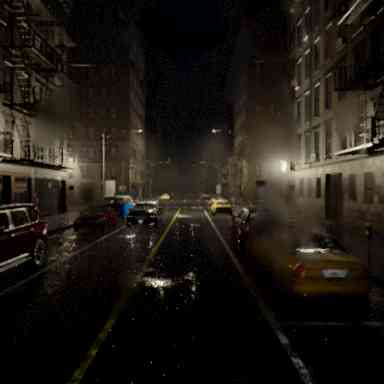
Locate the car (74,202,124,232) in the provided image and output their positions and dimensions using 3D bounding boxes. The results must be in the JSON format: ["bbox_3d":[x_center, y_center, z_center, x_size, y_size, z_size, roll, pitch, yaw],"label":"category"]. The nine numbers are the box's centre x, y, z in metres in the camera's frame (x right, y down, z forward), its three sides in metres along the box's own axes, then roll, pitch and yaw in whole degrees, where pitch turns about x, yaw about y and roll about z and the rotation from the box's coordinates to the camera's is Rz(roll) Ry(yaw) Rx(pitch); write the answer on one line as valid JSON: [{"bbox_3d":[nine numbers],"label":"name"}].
[{"bbox_3d":[-5.401,1.456,19.153,1.802,1.307,4.206,0,0,0],"label":"car"}]

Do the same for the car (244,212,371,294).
[{"bbox_3d":[2.661,1.469,8.516,1.752,1.417,4.829,0,0,0],"label":"car"}]

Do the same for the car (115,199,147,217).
[{"bbox_3d":[-5.403,1.355,29.966,2.008,1.369,4.403,0,0,0],"label":"car"}]

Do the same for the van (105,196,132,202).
[{"bbox_3d":[-5.403,1.180,24.558,1.690,1.788,3.998,0,0,0],"label":"van"}]

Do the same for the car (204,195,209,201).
[{"bbox_3d":[2.623,1.320,35.376,2.008,1.369,4.403,0,0,0],"label":"car"}]

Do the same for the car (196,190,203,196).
[{"bbox_3d":[2.599,0.883,84.977,1.967,1.590,4.097,0,0,0],"label":"car"}]

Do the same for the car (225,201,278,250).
[{"bbox_3d":[2.653,1.349,13.751,1.967,1.590,4.097,0,0,0],"label":"car"}]

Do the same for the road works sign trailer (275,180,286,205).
[{"bbox_3d":[13.374,0.074,47.158,2.880,3.560,2.380,0,0,0],"label":"road works sign trailer"}]

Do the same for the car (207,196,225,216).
[{"bbox_3d":[2.631,1.328,30.140,1.752,1.417,4.829,0,0,0],"label":"car"}]

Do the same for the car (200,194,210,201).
[{"bbox_3d":[2.607,1.139,67.933,1.802,1.307,4.206,0,0,0],"label":"car"}]

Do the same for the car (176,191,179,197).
[{"bbox_3d":[-5.429,0.956,90.653,2.008,1.369,4.403,0,0,0],"label":"car"}]

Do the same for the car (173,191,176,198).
[{"bbox_3d":[-5.424,1.047,79.290,1.947,1.339,4.313,0,0,0],"label":"car"}]

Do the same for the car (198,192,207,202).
[{"bbox_3d":[2.609,1.145,62.252,2.008,1.369,4.403,0,0,0],"label":"car"}]

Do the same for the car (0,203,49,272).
[{"bbox_3d":[-5.399,1.260,8.339,2.192,1.841,5.009,0,0,0],"label":"car"}]

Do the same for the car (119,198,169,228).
[{"bbox_3d":[-2.854,1.354,20.926,2.128,1.511,4.902,0,0,0],"label":"car"}]

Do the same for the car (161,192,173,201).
[{"bbox_3d":[-5.419,1.084,67.758,1.752,1.417,4.829,0,0,0],"label":"car"}]
